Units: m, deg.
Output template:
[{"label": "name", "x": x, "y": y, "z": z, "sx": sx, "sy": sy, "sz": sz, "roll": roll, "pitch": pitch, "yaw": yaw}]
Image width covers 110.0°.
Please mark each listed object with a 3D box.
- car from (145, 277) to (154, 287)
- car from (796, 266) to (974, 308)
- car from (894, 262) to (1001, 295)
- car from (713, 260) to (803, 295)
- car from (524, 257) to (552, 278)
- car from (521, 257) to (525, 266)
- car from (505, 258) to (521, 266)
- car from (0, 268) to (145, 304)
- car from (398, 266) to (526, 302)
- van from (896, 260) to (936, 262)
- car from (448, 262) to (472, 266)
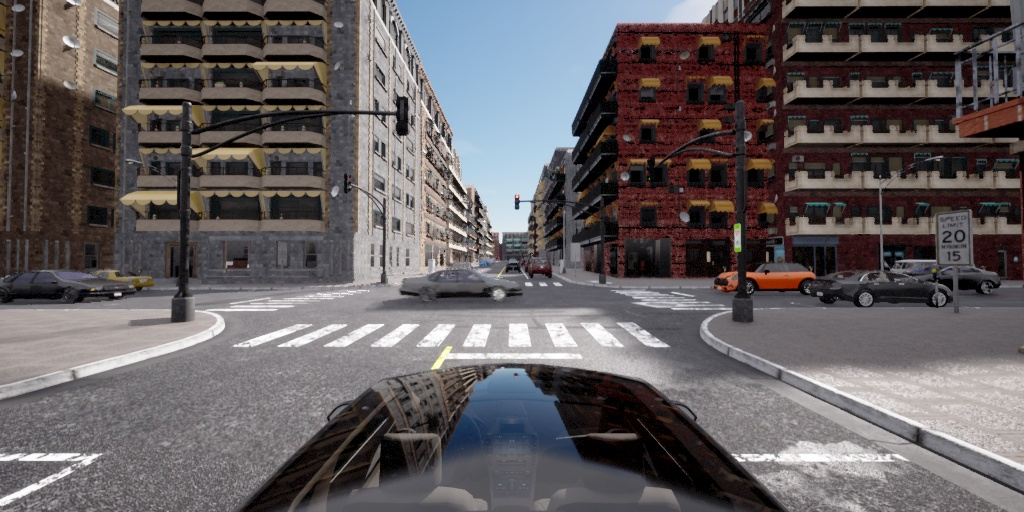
[{"label": "car", "x": -24.420, "y": 1.436, "z": 21.481, "sx": 4.829, "sy": 1.417, "sz": 1.751, "roll": 0, "pitch": 0, "yaw": 0}, {"label": "car", "x": 13.759, "y": 1.185, "z": 13.466, "sx": 4.403, "sy": 1.370, "sz": 2.007, "roll": 0, "pitch": 0, "yaw": 0}, {"label": "car", "x": 22.419, "y": 1.220, "z": 18.865, "sx": 4.902, "sy": 1.511, "sz": 2.128, "roll": 0, "pitch": -1, "yaw": 0}, {"label": "car", "x": 13.224, "y": 1.102, "z": 18.929, "sx": 4.553, "sy": 1.767, "sz": 2.097, "roll": 0, "pitch": -1, "yaw": 1}, {"label": "car", "x": 2.604, "y": 1.076, "z": 33.772, "sx": 2.192, "sy": 1.841, "sz": 5.009, "roll": 0, "pitch": 0, "yaw": 0}, {"label": "car", "x": 2.617, "y": 1.086, "z": 44.895, "sx": 2.192, "sy": 1.841, "sz": 5.009, "roll": 0, "pitch": 0, "yaw": 0}, {"label": "car", "x": 0.151, "y": 1.278, "z": 46.628, "sx": 1.837, "sy": 1.490, "sz": 4.892, "roll": 0, "pitch": 0, "yaw": 0}, {"label": "car", "x": -20.304, "y": 1.332, "z": 16.067, "sx": 5.357, "sy": 1.411, "sz": 2.033, "roll": 0, "pitch": -1, "yaw": 0}, {"label": "car", "x": -2.203, "y": 1.279, "z": 16.003, "sx": 5.357, "sy": 1.411, "sz": 2.033, "roll": 0, "pitch": -1, "yaw": 0}, {"label": "van", "x": 24.926, "y": 1.115, "z": 21.305, "sx": 3.998, "sy": 1.789, "sz": 1.690, "roll": 0, "pitch": 0, "yaw": 0}, {"label": "car", "x": -5.277, "y": 1.328, "z": 33.736, "sx": 1.948, "sy": 1.339, "sz": 4.313, "roll": 0, "pitch": 0, "yaw": 0}]
